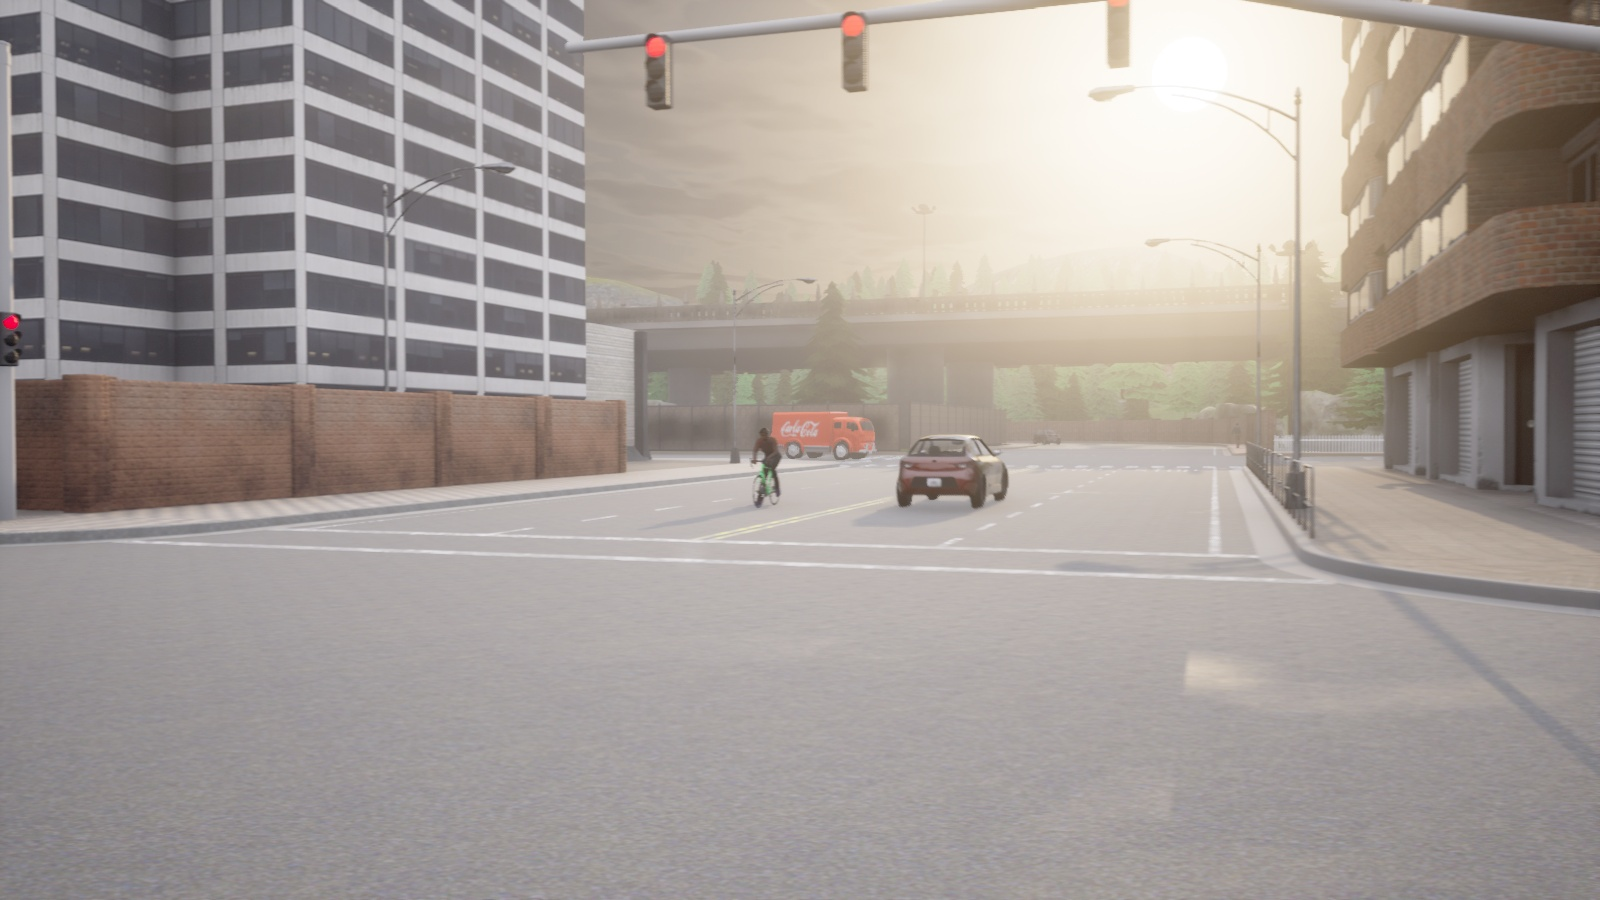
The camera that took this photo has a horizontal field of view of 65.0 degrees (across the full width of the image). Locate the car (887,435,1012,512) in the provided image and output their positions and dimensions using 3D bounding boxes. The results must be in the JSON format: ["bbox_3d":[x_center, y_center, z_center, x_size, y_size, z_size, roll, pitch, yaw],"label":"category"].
[{"bbox_3d":[3.262,0.425,26.712,1.816,1.474,4.193,1,1,18],"label":"car"}]

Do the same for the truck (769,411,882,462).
[{"bbox_3d":[1.302,-0.737,64.993,5.204,2.467,2.627,2,2,29],"label":"truck"}]

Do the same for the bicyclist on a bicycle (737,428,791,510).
[{"bbox_3d":[-0.720,0.363,25.821,0.582,1.620,1.656,1,1,18],"label":"bicyclist on a bicycle"}]
